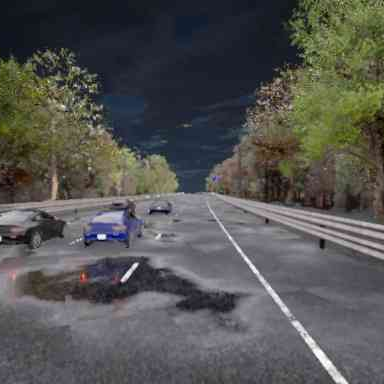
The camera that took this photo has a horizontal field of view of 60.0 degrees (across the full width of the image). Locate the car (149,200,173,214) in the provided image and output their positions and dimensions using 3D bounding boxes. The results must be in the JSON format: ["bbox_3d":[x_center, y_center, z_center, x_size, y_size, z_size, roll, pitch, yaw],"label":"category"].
[{"bbox_3d":[-3.045,1.463,33.271,1.994,1.385,4.181,0,0,1],"label":"car"}]

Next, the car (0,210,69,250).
[{"bbox_3d":[-6.847,1.490,14.073,1.812,1.442,4.674,0,0,1],"label":"car"}]

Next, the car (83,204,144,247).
[{"bbox_3d":[-3.318,1.482,14.597,1.812,1.442,4.674,0,0,1],"label":"car"}]

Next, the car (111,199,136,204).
[{"bbox_3d":[-6.604,1.409,32.047,1.837,1.490,4.892,0,0,1],"label":"car"}]
